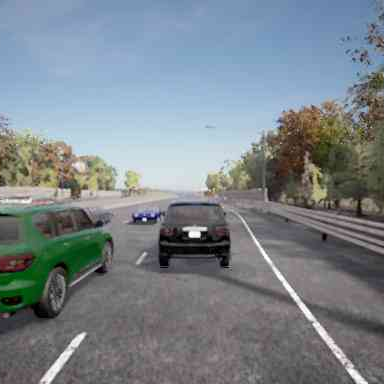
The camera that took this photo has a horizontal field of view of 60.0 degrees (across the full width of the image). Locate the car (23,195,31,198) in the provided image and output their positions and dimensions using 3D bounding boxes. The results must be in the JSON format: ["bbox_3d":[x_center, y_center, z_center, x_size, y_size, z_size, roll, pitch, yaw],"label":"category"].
[{"bbox_3d":[-21.077,1.570,46.575,2.097,1.767,4.553,0,0,0],"label":"car"}]

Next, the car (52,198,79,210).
[{"bbox_3d":[-17.582,1.695,46.474,1.882,1.535,5.008,0,-1,0],"label":"car"}]

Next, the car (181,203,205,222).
[{"bbox_3d":[0.084,1.691,28.656,1.994,1.385,4.181,0,0,0],"label":"car"}]

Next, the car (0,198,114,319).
[{"bbox_3d":[-3.450,1.255,7.612,2.150,2.045,5.566,0,0,1],"label":"car"}]

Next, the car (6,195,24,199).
[{"bbox_3d":[-24.572,1.443,46.859,2.150,2.045,5.566,0,-1,0],"label":"car"}]

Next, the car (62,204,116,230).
[{"bbox_3d":[-6.937,1.648,23.122,2.033,1.411,5.357,0,0,0],"label":"car"}]

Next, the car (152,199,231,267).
[{"bbox_3d":[0.082,1.270,11.761,2.150,2.045,5.566,0,0,0],"label":"car"}]

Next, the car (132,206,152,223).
[{"bbox_3d":[-3.421,1.717,26.312,1.895,1.301,4.718,0,0,0],"label":"car"}]
